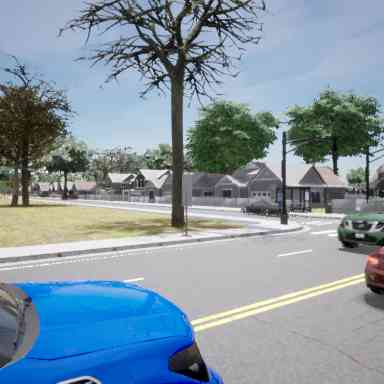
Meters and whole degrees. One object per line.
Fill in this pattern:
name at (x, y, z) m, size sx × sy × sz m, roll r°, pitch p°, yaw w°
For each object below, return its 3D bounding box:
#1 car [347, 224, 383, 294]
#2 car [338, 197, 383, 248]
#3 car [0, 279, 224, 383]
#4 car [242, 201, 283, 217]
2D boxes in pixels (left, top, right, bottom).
car at (5.670, 1.525, 7.459) m, size 4.674 × 1.442 × 1.812 m, roll 0°, pitch 0°, yaw -36°
car at (8.270, 1.221, 13.535) m, size 5.566 × 2.045 × 2.150 m, roll 0°, pitch 0°, yaw -35°
car at (-2.406, 1.222, 1.725) m, size 5.566 × 2.045 × 2.150 m, roll 0°, pitch 0°, yaw -36°
car at (6.820, 1.552, 31.888) m, size 1.812 × 1.442 × 4.674 m, roll 0°, pitch 0°, yaw -34°
